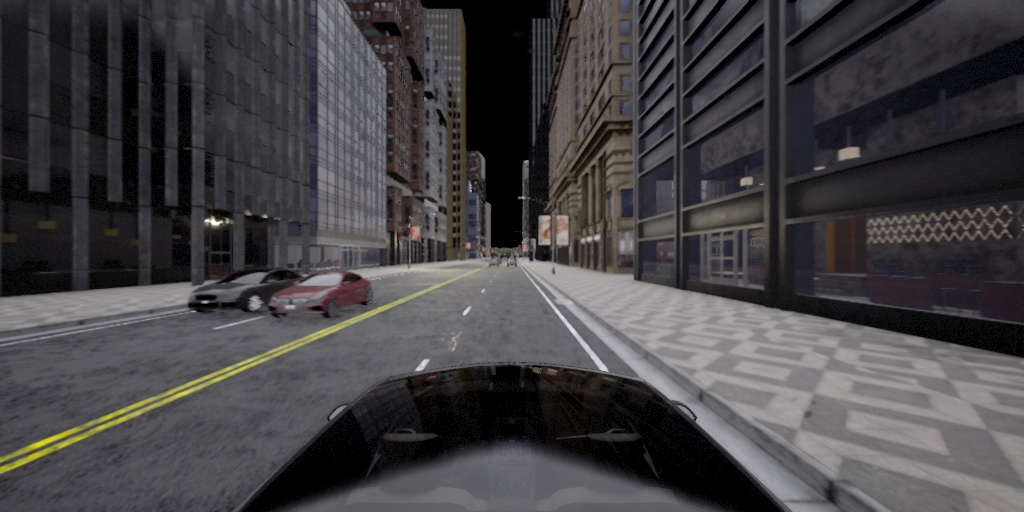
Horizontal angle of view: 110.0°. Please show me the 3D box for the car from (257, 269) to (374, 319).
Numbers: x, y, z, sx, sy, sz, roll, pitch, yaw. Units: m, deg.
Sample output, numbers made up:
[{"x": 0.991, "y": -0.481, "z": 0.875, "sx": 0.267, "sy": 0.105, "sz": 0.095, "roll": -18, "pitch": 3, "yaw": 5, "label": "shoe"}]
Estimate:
[{"x": -6.564, "y": 1.264, "z": 12.953, "sx": 1.812, "sy": 1.442, "sz": 4.674, "roll": 0, "pitch": 0, "yaw": 0, "label": "car"}]

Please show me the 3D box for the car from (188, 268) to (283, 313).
[{"x": -9.813, "y": 1.244, "z": 13.913, "sx": 1.837, "sy": 1.490, "sz": 4.892, "roll": 0, "pitch": -1, "yaw": 0, "label": "car"}]

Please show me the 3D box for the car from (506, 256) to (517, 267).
[{"x": -0.023, "y": 1.243, "z": 65.485, "sx": 2.033, "sy": 1.411, "sz": 5.357, "roll": 0, "pitch": 0, "yaw": 0, "label": "car"}]
